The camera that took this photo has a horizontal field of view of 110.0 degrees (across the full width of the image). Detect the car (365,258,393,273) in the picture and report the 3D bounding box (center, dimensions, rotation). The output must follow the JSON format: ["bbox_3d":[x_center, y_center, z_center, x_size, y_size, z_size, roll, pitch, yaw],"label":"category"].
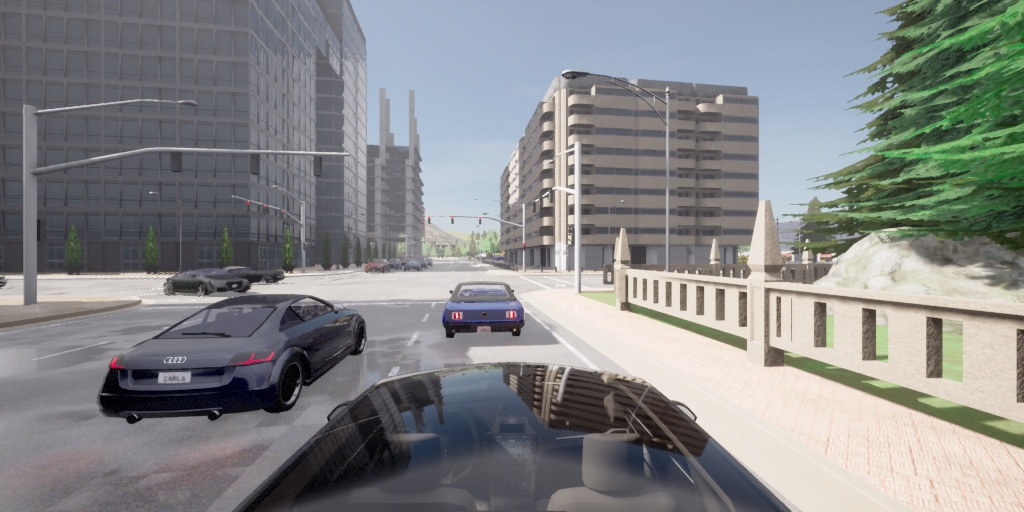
[{"bbox_3d":[-16.162,1.102,43.276,2.097,1.767,4.553,0,0,-8],"label":"car"}]

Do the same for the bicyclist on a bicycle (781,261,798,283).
[{"bbox_3d":[16.443,1.106,21.578,0.582,1.620,1.656,0,0,-8],"label":"bicyclist on a bicycle"}]

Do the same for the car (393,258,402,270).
[{"bbox_3d":[-17.362,1.102,52.046,2.097,1.767,4.553,0,0,-8],"label":"car"}]

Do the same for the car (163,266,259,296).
[{"bbox_3d":[-15.822,1.336,18.651,4.181,1.385,1.994,0,0,18],"label":"car"}]

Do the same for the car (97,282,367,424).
[{"bbox_3d":[-3.928,1.314,5.963,1.994,1.385,4.181,0,0,-6],"label":"car"}]

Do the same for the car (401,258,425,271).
[{"bbox_3d":[-13.316,1.276,48.372,1.812,1.442,4.674,0,0,-8],"label":"car"}]

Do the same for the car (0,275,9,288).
[{"bbox_3d":[-33.892,1.331,21.645,4.674,1.442,1.812,0,0,-9],"label":"car"}]

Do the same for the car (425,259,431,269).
[{"bbox_3d":[-14.435,1.102,56.420,2.097,1.767,4.553,0,0,-8],"label":"car"}]

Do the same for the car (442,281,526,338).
[{"bbox_3d":[-0.847,1.351,10.200,1.895,1.301,4.718,0,0,-6],"label":"car"}]

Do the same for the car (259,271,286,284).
[{"bbox_3d":[-18.545,1.377,24.841,4.718,1.301,1.895,-1,0,-20],"label":"car"}]
